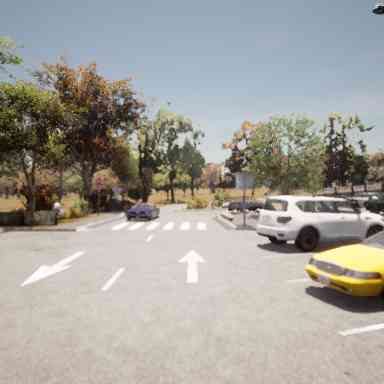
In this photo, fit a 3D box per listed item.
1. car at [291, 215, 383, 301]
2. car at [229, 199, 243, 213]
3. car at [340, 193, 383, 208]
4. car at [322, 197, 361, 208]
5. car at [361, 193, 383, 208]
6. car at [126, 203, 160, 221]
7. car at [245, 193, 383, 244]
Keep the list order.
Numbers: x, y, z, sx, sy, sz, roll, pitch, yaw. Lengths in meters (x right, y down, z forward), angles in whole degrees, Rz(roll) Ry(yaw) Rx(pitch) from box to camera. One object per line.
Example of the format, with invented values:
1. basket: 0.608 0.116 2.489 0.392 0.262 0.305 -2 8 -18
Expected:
1. car: 5.202 1.464 7.698 5.366 1.575 1.946 1 0 -20
2. car: 6.145 1.422 34.428 4.902 1.511 2.128 0 -1 -25
3. car: 23.993 1.153 46.918 2.435 2.045 5.566 0 -1 -21
4. car: 20.970 1.432 46.838 2.163 1.488 4.792 0 -1 -21
5. car: 27.054 1.153 46.954 2.435 2.045 5.566 1 -1 -22
6. car: -3.816 1.569 26.489 1.895 1.301 4.718 0 0 5
7. car: 5.393 1.205 13.791 5.566 2.045 2.435 1 0 -20
